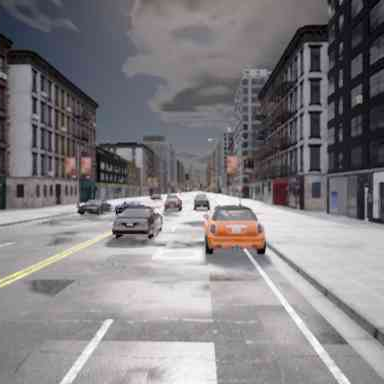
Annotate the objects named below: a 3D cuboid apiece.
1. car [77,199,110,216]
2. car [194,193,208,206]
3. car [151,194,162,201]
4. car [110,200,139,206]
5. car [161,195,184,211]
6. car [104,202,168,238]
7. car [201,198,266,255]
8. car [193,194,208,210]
[{"bbox_3d":[-8.965,1.397,31.126,2.033,1.411,5.357,0,0,2],"label":"car"},{"bbox_3d":[1.433,1.105,50.952,2.097,1.767,4.553,0,0,2],"label":"car"},{"bbox_3d":[-7.753,1.120,72.527,1.882,1.535,5.008,0,0,2],"label":"car"},{"bbox_3d":[-5.727,1.453,30.644,1.895,1.301,4.718,0,0,2],"label":"car"},{"bbox_3d":[-2.078,1.343,37.977,1.812,1.442,4.674,0,0,2],"label":"car"},{"bbox_3d":[-2.640,1.467,17.070,2.033,1.411,5.357,0,0,2],"label":"car"},{"bbox_3d":[1.545,1.290,13.275,2.097,1.767,4.553,0,0,2],"label":"car"},{"bbox_3d":[1.170,1.314,39.472,1.837,1.490,4.892,0,0,2],"label":"car"}]
